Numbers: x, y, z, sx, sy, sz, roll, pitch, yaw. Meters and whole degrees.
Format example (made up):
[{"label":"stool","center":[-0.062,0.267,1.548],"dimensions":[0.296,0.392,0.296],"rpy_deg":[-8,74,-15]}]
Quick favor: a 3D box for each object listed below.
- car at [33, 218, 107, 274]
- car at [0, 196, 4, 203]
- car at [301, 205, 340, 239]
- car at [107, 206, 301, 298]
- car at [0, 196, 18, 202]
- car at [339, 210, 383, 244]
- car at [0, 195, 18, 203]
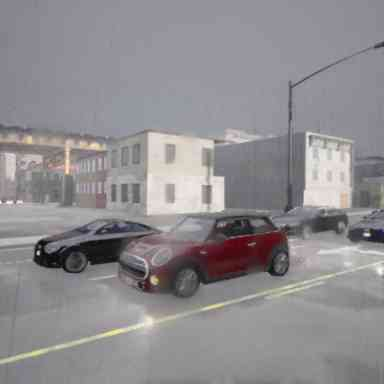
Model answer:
[{"label":"car","center":[-2.736,1.555,10.637],"dimensions":[4.181,1.385,1.994],"rpy_deg":[0,0,-35]},{"label":"car","center":[-44.103,1.666,73.522],"dimensions":[4.974,1.542,2.038],"rpy_deg":[0,0,25]},{"label":"car","center":[5.997,1.433,16.875],"dimensions":[4.902,1.511,2.128],"rpy_deg":[0,0,-35]},{"label":"car","center":[0.442,1.340,8.607],"dimensions":[4.553,1.767,2.097],"rpy_deg":[0,0,-36]},{"label":"car","center":[-40.376,1.549,73.651],"dimensions":[1.853,1.218,4.536],"rpy_deg":[1,0,-5]},{"label":"car","center":[8.608,1.505,14.439],"dimensions":[4.181,1.385,1.994],"rpy_deg":[0,0,-35]},{"label":"car","center":[-40.372,1.706,73.598],"dimensions":[2.038,1.542,4.974],"rpy_deg":[1,0,-5]}]
